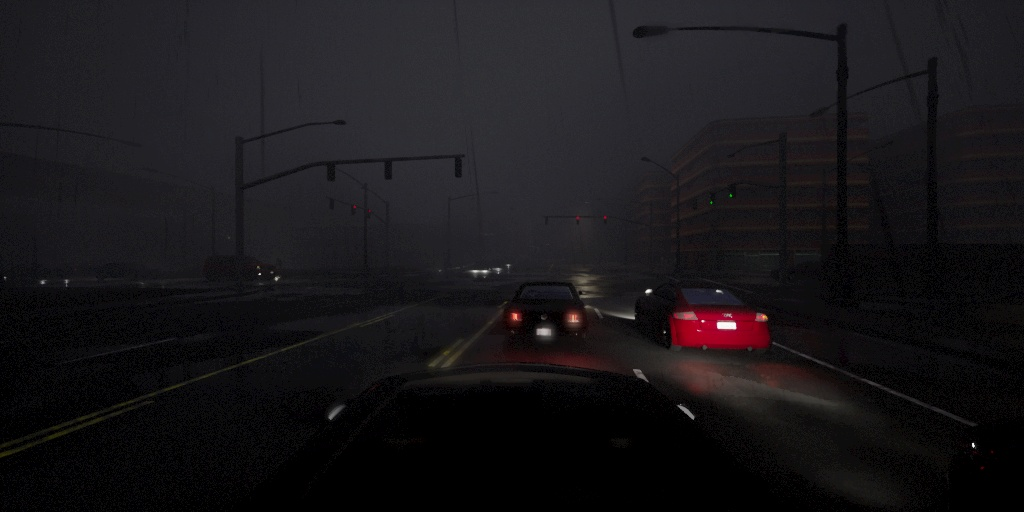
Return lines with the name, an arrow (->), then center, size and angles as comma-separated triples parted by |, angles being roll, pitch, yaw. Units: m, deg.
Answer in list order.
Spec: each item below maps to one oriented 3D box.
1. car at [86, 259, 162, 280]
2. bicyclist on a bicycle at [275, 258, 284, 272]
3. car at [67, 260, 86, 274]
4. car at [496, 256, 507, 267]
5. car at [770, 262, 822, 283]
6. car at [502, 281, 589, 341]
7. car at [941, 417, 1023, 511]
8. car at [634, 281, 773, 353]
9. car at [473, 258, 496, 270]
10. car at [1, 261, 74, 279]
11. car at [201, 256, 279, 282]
car -> -32.374, 1.227, 30.234 | 5.008, 1.535, 1.882 | 0, 0, 7
bicyclist on a bicycle -> -26.420, 1.053, 40.582 | 0.582, 1.620, 1.656 | 0, 0, 7
car -> -44.187, 1.350, 35.809 | 4.718, 1.301, 1.895 | 0, 0, 15
car -> -2.533, 1.063, 58.559 | 1.895, 1.301, 4.718 | 0, 1, 8
car -> 22.803, 1.227, 27.591 | 5.008, 1.535, 1.882 | 0, 0, 7
car -> 0.996, 1.351, 9.915 | 1.895, 1.301, 4.718 | 0, 0, 8
car -> 3.640, 1.242, 0.203 | 2.128, 1.511, 4.902 | 0, 0, 1
car -> 4.400, 1.314, 8.915 | 1.994, 1.385, 4.181 | 0, 0, 7
car -> -3.880, 1.175, 48.705 | 1.994, 1.385, 4.181 | 0, 1, 8
car -> -41.854, 1.350, 31.567 | 4.718, 1.301, 1.895 | 0, 0, 12
car -> -21.960, 0.973, 29.008 | 5.566, 2.045, 2.150 | 0, 0, 6
